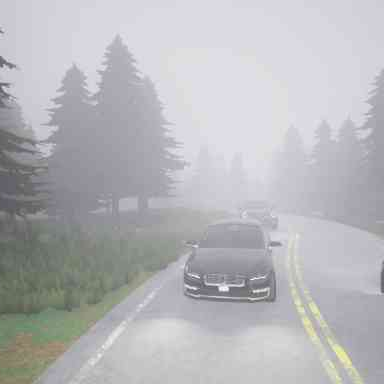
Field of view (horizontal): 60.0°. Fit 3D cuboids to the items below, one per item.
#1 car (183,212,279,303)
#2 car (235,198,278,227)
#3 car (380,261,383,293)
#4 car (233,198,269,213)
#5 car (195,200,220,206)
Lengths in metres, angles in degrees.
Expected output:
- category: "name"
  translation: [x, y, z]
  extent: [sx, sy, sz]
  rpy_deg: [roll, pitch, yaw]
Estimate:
- category: "car"
  translation: [1.101, 1.496, 8.420]
  extent: [1.837, 1.490, 4.892]
  rpy_deg: [-1, 0, 13]
- category: "car"
  translation: [3.923, 1.269, 20.514]
  extent: [2.097, 1.767, 4.553]
  rpy_deg: [-1, 0, 5]
- category: "car"
  translation: [4.499, 1.308, 4.646]
  extent: [2.097, 1.767, 4.553]
  rpy_deg: [-1, 0, 8]
- category: "car"
  translation: [6.244, 1.410, 35.736]
  extent: [1.837, 1.490, 4.892]
  rpy_deg: [2, -1, -15]
- category: "car"
  translation: [1.971, 1.799, 44.866]
  extent: [1.812, 1.442, 4.674]
  rpy_deg: [3, -5, -35]
